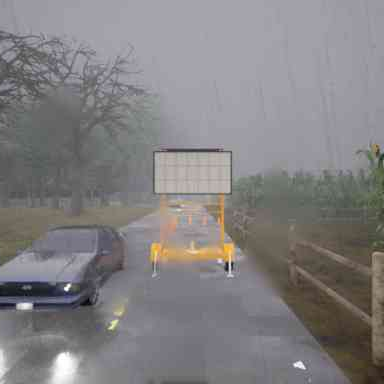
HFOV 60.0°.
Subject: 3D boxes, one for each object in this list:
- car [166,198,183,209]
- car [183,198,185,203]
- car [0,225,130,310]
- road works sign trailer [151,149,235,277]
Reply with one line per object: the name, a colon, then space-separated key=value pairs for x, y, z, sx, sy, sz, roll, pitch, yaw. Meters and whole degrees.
car: x=-2.736 y=1.729 z=49.570 sx=1.882 sy=1.535 sz=5.008 roll=0 pitch=0 yaw=0
car: x=-2.573 y=2.189 z=78.830 sx=2.128 sy=1.511 sz=4.902 roll=0 pitch=-1 yaw=0
car: x=-2.832 y=1.557 z=8.299 sx=2.033 sy=1.411 sz=5.357 roll=0 pitch=0 yaw=0
road works sign trailer: x=0.023 y=0.478 z=10.272 sx=2.380 sy=3.560 sz=2.880 roll=0 pitch=0 yaw=0
